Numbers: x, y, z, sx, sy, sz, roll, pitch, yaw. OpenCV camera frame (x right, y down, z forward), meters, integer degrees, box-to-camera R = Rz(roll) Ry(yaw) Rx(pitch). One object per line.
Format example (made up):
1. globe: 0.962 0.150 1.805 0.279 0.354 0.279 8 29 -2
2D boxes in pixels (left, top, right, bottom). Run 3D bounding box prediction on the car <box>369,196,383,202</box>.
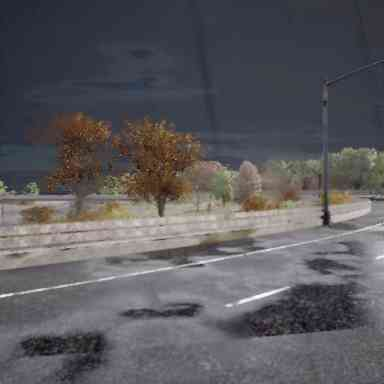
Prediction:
1. car: 42.996 1.587 77.277 1.895 1.301 4.718 0 0 6
